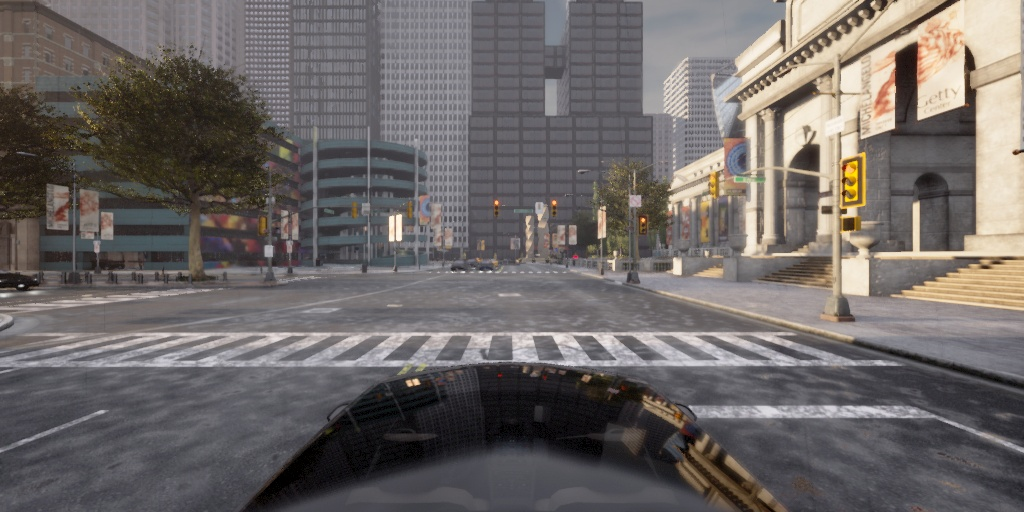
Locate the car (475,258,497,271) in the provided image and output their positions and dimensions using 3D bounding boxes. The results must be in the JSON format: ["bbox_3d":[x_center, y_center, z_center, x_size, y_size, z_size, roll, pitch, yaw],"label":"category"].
[{"bbox_3d":[-3.496,1.293,49.305,2.033,1.411,5.357,0,0,0],"label":"car"}]

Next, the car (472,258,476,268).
[{"bbox_3d":[-6.954,1.292,61.688,2.033,1.411,5.357,0,0,1],"label":"car"}]

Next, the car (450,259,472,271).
[{"bbox_3d":[-6.998,1.294,48.182,2.033,1.411,5.357,0,0,0],"label":"car"}]

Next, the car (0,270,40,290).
[{"bbox_3d":[-30.245,1.296,20.156,5.357,1.411,2.033,0,0,0],"label":"car"}]

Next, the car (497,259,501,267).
[{"bbox_3d":[-3.484,1.223,63.315,1.882,1.535,5.008,0,0,0],"label":"car"}]
